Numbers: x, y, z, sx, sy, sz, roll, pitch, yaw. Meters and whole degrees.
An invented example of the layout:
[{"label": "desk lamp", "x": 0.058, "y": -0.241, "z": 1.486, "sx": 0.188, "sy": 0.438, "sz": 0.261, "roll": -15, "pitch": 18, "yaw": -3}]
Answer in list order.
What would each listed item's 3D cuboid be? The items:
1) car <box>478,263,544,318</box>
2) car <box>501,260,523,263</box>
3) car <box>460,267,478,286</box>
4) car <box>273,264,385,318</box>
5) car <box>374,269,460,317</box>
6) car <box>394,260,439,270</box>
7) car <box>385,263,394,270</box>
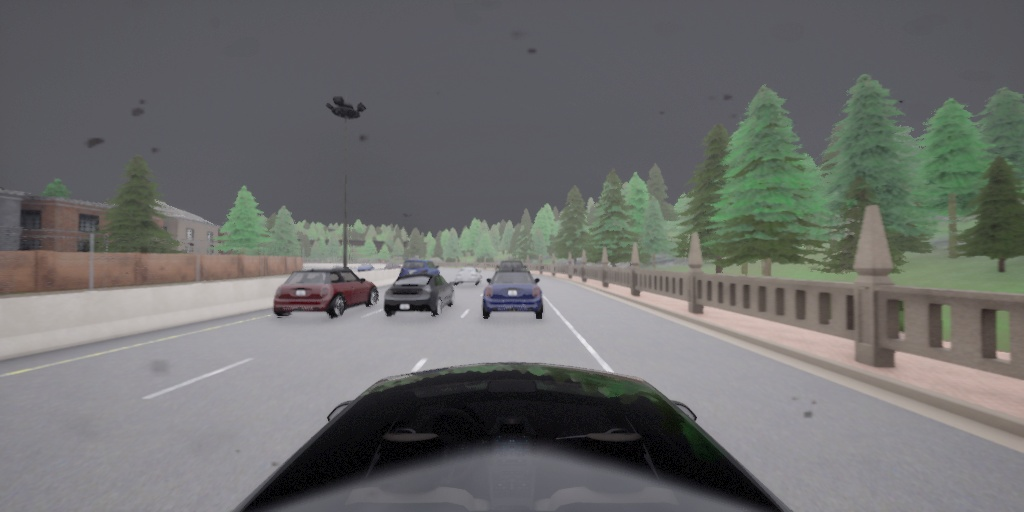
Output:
[{"label": "car", "x": 0.040, "y": 1.265, "z": 13.972, "sx": 2.097, "sy": 1.767, "sz": 4.553, "roll": 0, "pitch": -1, "yaw": 1}, {"label": "car", "x": -0.046, "y": 1.323, "z": 27.926, "sx": 2.150, "sy": 2.045, "sz": 5.566, "roll": 0, "pitch": -1, "yaw": -1}, {"label": "car", "x": -3.572, "y": 1.649, "z": 29.721, "sx": 1.812, "sy": 1.442, "sz": 4.674, "roll": 0, "pitch": -1, "yaw": -1}, {"label": "car", "x": -6.960, "y": 1.264, "z": 13.971, "sx": 2.097, "sy": 1.767, "sz": 4.553, "roll": 0, "pitch": -1, "yaw": 1}, {"label": "car", "x": -3.460, "y": 1.421, "z": 14.082, "sx": 1.837, "sy": 1.490, "sz": 4.892, "roll": 0, "pitch": 0, "yaw": 1}, {"label": "car", "x": -7.043, "y": 1.322, "z": 27.934, "sx": 2.150, "sy": 2.045, "sz": 5.566, "roll": 0, "pitch": 0, "yaw": -1}, {"label": "car", "x": -17.743, "y": 1.790, "z": 53.355, "sx": 2.097, "sy": 1.767, "sz": 4.553, "roll": 0, "pitch": -1, "yaw": -15}]
